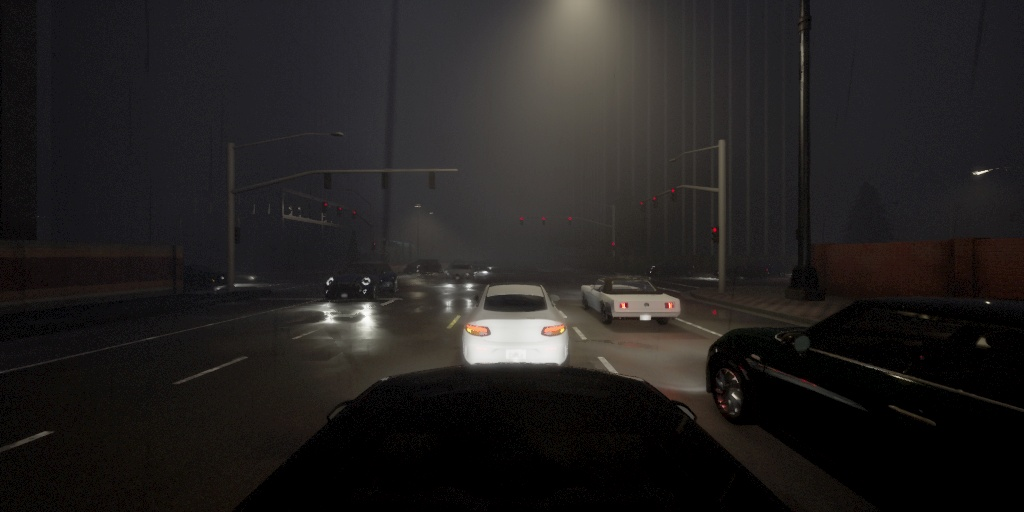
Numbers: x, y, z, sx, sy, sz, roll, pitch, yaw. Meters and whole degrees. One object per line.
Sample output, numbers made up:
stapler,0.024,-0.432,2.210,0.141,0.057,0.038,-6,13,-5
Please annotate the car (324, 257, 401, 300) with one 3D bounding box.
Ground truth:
car,-7.191,1.102,17.536,2.097,1.767,4.553,0,0,-1

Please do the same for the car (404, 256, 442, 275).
car,-9.442,1.102,38.412,2.097,1.767,4.553,0,0,24

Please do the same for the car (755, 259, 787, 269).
car,24.230,1.102,35.218,4.553,1.767,2.097,0,0,0

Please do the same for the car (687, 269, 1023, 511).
car,3.599,1.102,2.881,2.097,1.767,4.553,0,0,0

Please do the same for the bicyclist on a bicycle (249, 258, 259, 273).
bicyclist on a bicycle,-28.409,1.051,39.501,0.582,1.620,1.656,0,0,-1

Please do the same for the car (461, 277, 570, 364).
car,0.059,1.276,7.566,1.812,1.442,4.674,0,0,0

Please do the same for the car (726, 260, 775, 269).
car,20.189,1.314,31.681,4.181,1.385,1.994,0,0,-1

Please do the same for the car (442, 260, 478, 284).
car,-3.897,1.275,27.544,1.812,1.442,4.674,0,0,-2

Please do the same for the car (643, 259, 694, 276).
car,15.338,1.102,35.136,4.553,1.767,2.097,0,0,0

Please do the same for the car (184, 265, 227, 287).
car,-21.418,1.314,24.081,4.181,1.385,1.994,0,0,0

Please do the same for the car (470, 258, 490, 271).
car,-4.400,1.350,49.249,1.895,1.301,4.718,0,0,-1

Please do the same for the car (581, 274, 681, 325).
car,3.563,1.351,11.783,1.895,1.301,4.718,0,0,0
